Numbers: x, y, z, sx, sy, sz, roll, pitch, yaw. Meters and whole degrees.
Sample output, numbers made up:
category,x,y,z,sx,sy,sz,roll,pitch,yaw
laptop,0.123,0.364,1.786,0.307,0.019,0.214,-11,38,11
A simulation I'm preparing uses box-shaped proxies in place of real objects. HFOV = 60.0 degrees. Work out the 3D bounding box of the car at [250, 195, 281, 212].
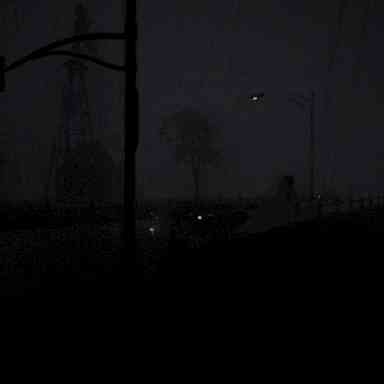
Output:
category,x,y,z,sx,sy,sz,roll,pitch,yaw
car,6.821,1.056,32.019,1.882,1.535,5.008,1,1,39

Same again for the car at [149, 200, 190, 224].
category,x,y,z,sx,sy,sz,roll,pitch,yaw
car,-0.478,1.299,23.103,2.033,1.411,5.357,1,1,39

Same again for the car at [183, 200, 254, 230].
category,x,y,z,sx,sy,sz,roll,pitch,yaw
car,1.700,1.379,20.080,1.994,1.385,4.181,1,1,39

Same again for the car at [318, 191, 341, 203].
category,x,y,z,sx,sy,sz,roll,pitch,yaw
car,19.777,0.630,47.734,2.097,1.767,4.553,1,2,40
